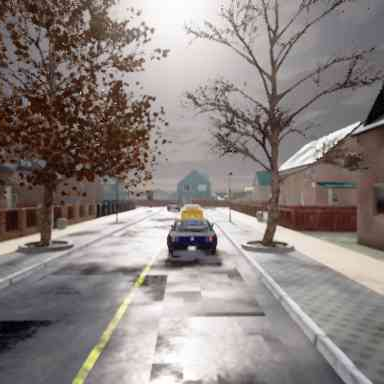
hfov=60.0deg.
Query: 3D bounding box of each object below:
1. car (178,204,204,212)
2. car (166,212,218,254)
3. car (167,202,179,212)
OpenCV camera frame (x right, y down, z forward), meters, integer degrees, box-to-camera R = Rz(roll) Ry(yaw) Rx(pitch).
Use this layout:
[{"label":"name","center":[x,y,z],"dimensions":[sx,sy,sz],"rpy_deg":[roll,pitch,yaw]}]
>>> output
[{"label":"car","center":[0.021,1.825,29.486],"dimensions":[1.882,1.535,5.008],"rpy_deg":[0,-1,0]},{"label":"car","center":[0.009,1.750,14.112],"dimensions":[1.895,1.301,4.718],"rpy_deg":[0,-1,0]},{"label":"car","center":[-2.729,2.203,50.357],"dimensions":[1.812,1.442,4.674],"rpy_deg":[0,-1,0]}]
